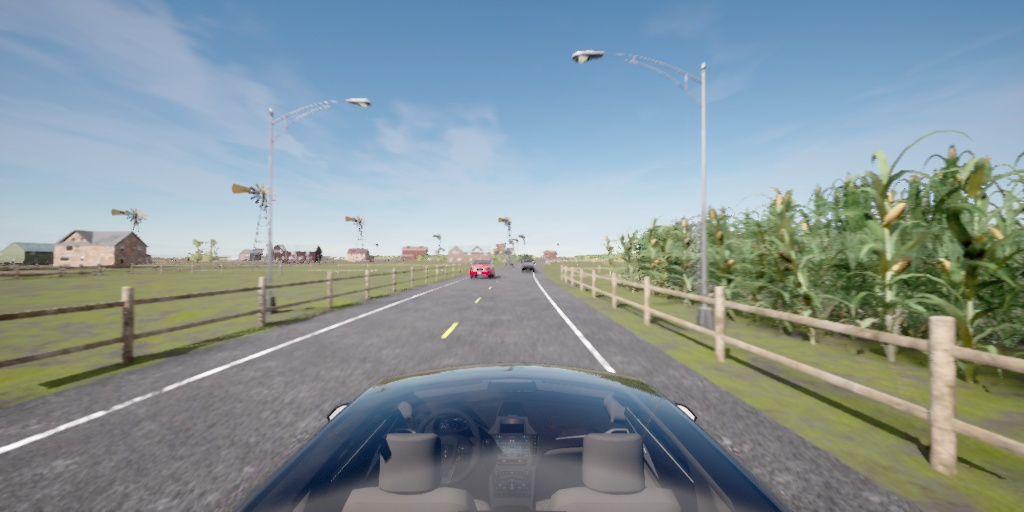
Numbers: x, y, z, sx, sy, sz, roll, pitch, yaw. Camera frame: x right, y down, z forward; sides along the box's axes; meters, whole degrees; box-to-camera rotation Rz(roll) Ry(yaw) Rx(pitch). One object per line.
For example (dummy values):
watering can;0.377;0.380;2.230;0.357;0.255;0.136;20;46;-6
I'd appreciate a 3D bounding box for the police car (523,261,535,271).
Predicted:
police car;2.914;1.660;61.686;1.930;1.638;5.238;0;0;4

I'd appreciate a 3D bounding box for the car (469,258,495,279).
car;-2.953;1.258;36.517;2.150;2.045;5.566;0;-1;2

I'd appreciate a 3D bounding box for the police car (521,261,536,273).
police car;2.339;1.586;51.732;1.930;1.638;5.238;0;0;3
